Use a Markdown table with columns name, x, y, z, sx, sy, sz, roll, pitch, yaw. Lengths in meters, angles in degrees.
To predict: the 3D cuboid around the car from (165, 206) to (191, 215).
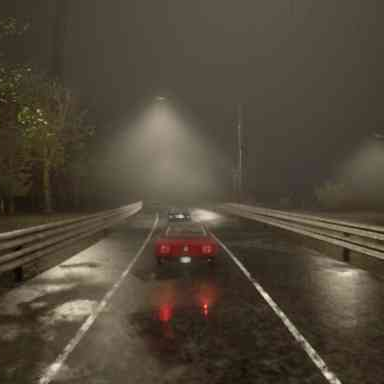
| name | x | y | z | sx | sy | sz | roll | pitch | yaw |
| --- | --- | --- | --- | --- | --- | --- | --- | --- | --- |
| car | -1.023 | 1.778 | 25.449 | 2.033 | 1.411 | 5.357 | 0 | 0 | -4 |

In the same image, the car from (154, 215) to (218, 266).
| name | x | y | z | sx | sy | sz | roll | pitch | yaw |
| --- | --- | --- | --- | --- | --- | --- | --- | --- | --- |
| car | -0.243 | 1.711 | 11.914 | 1.895 | 1.301 | 4.718 | 0 | 0 | -2 |
